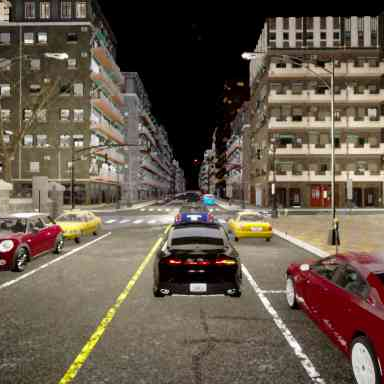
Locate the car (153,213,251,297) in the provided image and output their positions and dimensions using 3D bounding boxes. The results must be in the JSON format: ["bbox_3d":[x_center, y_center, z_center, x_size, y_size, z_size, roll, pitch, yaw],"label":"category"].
[{"bbox_3d":[0.111,1.507,8.531,1.837,1.490,4.892,0,0,0],"label":"car"}]

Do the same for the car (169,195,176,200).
[{"bbox_3d":[-5.599,1.516,88.225,1.802,1.307,4.206,1,0,0],"label":"car"}]

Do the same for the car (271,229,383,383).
[{"bbox_3d":[2.704,1.546,4.908,1.887,1.381,4.507,1,0,0],"label":"car"}]

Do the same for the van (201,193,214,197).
[{"bbox_3d":[2.753,1.321,54.134,1.690,1.788,3.998,1,0,0],"label":"van"}]

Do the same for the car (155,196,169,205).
[{"bbox_3d":[-5.625,1.556,59.870,1.802,1.307,4.206,1,0,0],"label":"car"}]

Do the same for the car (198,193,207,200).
[{"bbox_3d":[2.785,1.249,88.160,2.192,1.841,5.009,1,0,0],"label":"car"}]

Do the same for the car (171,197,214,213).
[{"bbox_3d":[0.137,1.354,18.791,2.097,1.767,4.553,0,0,1],"label":"car"}]

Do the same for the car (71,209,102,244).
[{"bbox_3d":[-5.666,1.527,15.996,1.752,1.417,4.829,1,0,0],"label":"car"}]

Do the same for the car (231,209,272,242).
[{"bbox_3d":[2.715,1.527,16.311,1.752,1.417,4.829,1,0,0],"label":"car"}]

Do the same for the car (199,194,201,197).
[{"bbox_3d":[2.755,1.519,59.806,1.887,1.381,4.507,1,0,0],"label":"car"}]

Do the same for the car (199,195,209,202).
[{"bbox_3d":[2.771,1.503,76.818,2.008,1.369,4.403,1,0,0],"label":"car"}]

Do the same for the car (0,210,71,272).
[{"bbox_3d":[-5.670,1.442,10.552,1.967,1.590,4.097,1,0,0],"label":"car"}]
